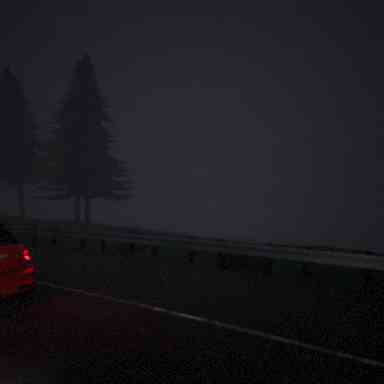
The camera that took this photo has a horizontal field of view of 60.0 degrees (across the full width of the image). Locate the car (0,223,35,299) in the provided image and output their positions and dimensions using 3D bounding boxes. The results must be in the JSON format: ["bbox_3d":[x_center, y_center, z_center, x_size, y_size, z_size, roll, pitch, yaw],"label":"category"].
[{"bbox_3d":[-5.466,1.335,6.971,4.553,1.767,2.097,0,0,30],"label":"car"}]
